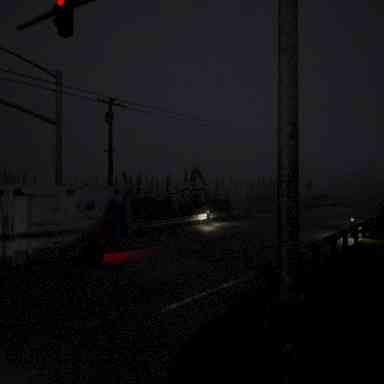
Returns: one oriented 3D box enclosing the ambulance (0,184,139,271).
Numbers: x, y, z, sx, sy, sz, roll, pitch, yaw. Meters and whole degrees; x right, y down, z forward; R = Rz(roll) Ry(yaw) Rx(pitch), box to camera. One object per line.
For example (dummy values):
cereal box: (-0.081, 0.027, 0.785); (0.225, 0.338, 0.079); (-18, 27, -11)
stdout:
ambulance: (-4.609, 1.040, 9.415); (2.351, 2.431, 6.366); (0, -1, 39)
